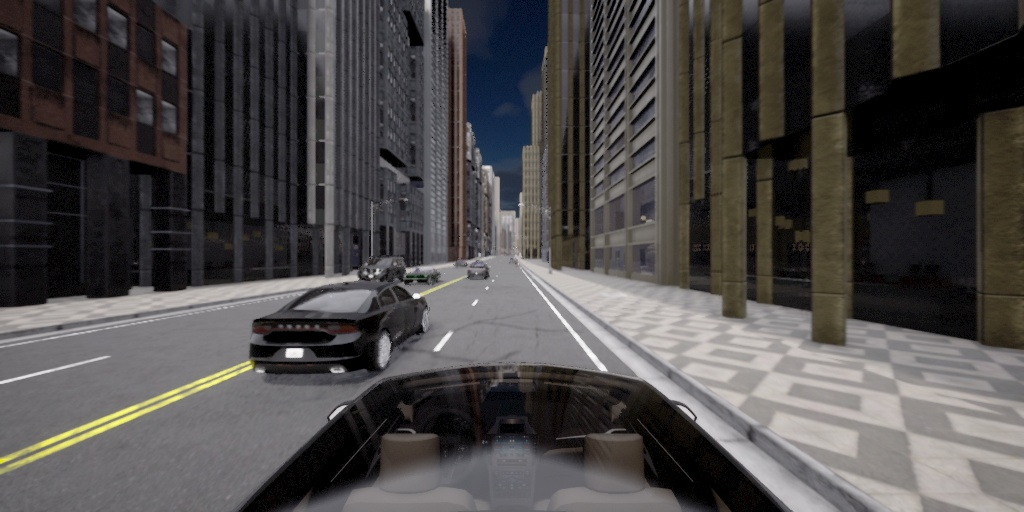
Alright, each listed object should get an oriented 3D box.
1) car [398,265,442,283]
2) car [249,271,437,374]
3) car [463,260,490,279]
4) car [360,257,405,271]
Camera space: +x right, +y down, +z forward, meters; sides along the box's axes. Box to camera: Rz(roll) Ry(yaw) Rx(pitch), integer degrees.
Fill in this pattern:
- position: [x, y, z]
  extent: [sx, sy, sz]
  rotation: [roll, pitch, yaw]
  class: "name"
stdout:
- position: [-6.600, 1.459, 26.653]
  extent: [1.895, 1.301, 4.718]
  rotation: [0, 0, 0]
  class: "car"
- position: [-3.163, 1.257, 7.697]
  extent: [1.882, 1.535, 5.008]
  rotation: [0, 0, 0]
  class: "car"
- position: [-3.150, 1.376, 34.646]
  extent: [2.128, 1.511, 4.902]
  rotation: [0, 0, 0]
  class: "car"
- position: [-9.850, 1.087, 27.777]
  extent: [2.150, 2.045, 5.566]
  rotation: [0, -1, 0]
  class: "car"
